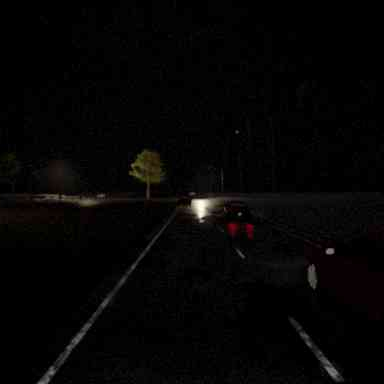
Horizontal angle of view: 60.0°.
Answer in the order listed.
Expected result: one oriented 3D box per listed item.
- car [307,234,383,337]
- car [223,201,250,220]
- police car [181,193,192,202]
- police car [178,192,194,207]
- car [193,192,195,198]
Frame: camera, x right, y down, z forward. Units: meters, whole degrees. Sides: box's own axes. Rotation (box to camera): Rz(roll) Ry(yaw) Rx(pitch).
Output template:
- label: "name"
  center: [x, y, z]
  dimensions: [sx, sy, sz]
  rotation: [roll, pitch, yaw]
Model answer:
- label: "car"
  center: [3.602, 1.470, 5.770]
  dimensions: [1.882, 1.535, 5.008]
  rotation: [0, 0, 0]
- label: "car"
  center: [3.619, 1.476, 27.391]
  dimensions: [1.812, 1.442, 4.674]
  rotation: [0, 0, 0]
- label: "police car"
  center: [-1.039, 1.089, 64.432]
  dimensions: [1.930, 1.638, 5.238]
  rotation: [0, 1, 0]
- label: "police car"
  center: [-1.041, 1.234, 48.433]
  dimensions: [1.930, 1.638, 5.238]
  rotation: [0, 1, 0]
- label: "car"
  center: [-1.041, 1.071, 58.292]
  dimensions: [2.097, 1.767, 4.553]
  rotation: [0, 1, 0]
